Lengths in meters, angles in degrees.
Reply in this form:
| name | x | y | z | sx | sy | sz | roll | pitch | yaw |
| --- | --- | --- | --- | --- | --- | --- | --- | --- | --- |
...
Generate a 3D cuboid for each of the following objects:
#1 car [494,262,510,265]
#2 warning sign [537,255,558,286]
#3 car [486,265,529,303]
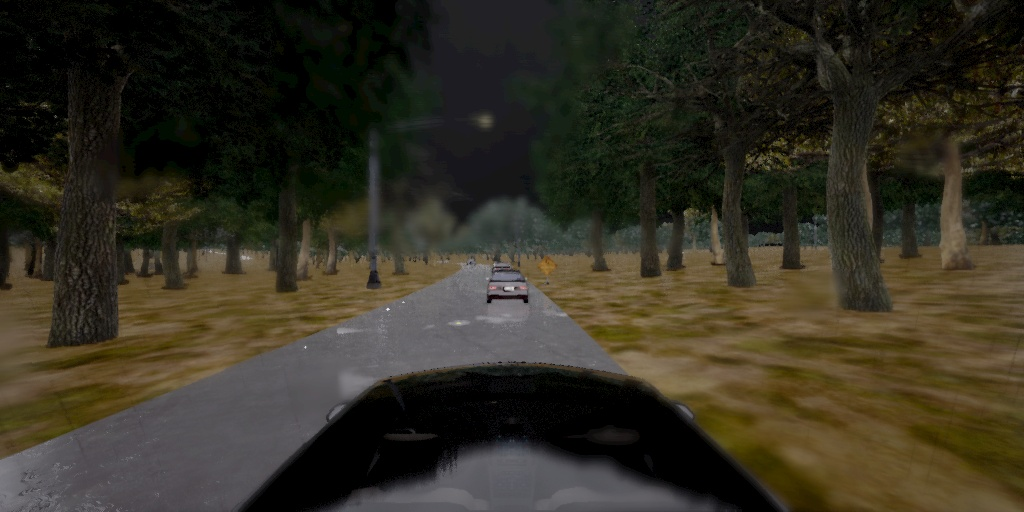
| name | x | y | z | sx | sy | sz | roll | pitch | yaw |
| --- | --- | --- | --- | --- | --- | --- | --- | --- | --- |
| car | -0.904 | 1.267 | 31.619 | 2.128 | 1.511 | 4.902 | 0 | 0 | -3 |
| warning sign | 2.221 | 0.881 | 22.287 | 1.300 | 1.860 | 1.060 | 0 | 0 | -2 |
| car | -0.227 | 1.323 | 16.585 | 2.033 | 1.411 | 5.357 | 0 | 0 | -2 |
